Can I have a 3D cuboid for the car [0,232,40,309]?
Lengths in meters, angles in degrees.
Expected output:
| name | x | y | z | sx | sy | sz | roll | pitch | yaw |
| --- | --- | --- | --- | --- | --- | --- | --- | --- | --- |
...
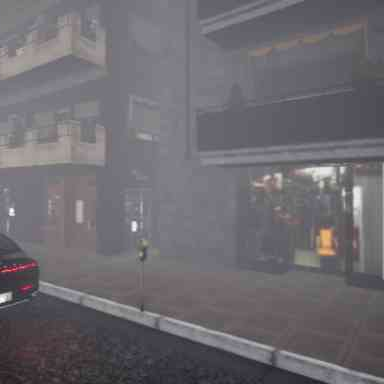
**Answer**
| name | x | y | z | sx | sy | sz | roll | pitch | yaw |
| --- | --- | --- | --- | --- | --- | --- | --- | --- | --- |
| car | -5.081 | 1.497 | 6.878 | 4.892 | 1.490 | 1.837 | 0 | 0 | 35 |
